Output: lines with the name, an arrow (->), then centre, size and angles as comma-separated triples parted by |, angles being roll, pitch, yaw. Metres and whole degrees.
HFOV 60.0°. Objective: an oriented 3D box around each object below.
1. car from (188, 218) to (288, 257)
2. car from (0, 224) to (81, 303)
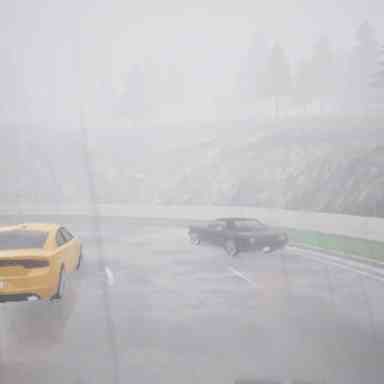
car -> 1.588, 1.698, 13.568 | 1.895, 1.301, 4.718 | 0, 0, -27
car -> -3.994, 1.537, 8.379 | 1.882, 1.535, 5.008 | 1, -1, -12
